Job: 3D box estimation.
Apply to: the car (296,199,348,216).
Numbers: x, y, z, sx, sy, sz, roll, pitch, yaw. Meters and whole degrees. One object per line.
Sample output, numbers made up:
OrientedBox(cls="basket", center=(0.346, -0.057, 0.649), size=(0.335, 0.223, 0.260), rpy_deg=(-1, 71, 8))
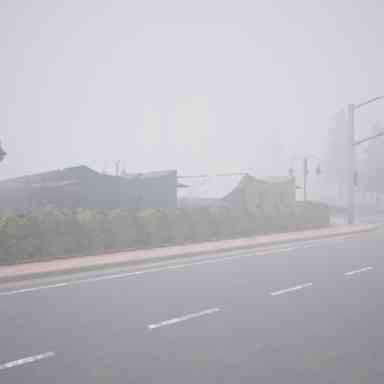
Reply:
OrientedBox(cls="car", center=(13.001, 1.478, 32.685), size=(1.882, 1.535, 5.008), rpy_deg=(0, 0, -37))

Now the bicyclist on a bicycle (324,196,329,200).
OrientedBox(cls="bicyclist on a bicycle", center=(17.953, 1.302, 44.314), size=(1.656, 1.620, 0.582), rpy_deg=(0, 0, -37))
